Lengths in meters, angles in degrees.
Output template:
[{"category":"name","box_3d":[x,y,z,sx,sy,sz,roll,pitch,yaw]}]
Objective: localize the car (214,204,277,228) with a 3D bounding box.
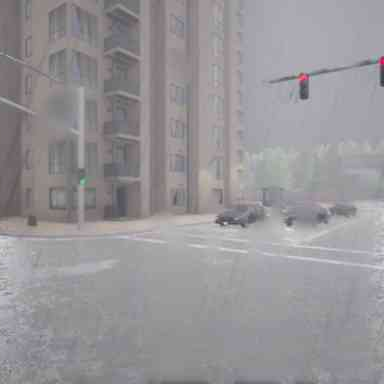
[{"category":"car","box_3d":[3.612,1.546,22.598,2.033,1.411,5.357,0,0,36]}]

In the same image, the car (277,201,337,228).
[{"category":"car","box_3d":[7.948,1.546,22.603,2.033,1.411,5.357,0,0,36]}]

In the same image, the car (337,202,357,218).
[{"category":"car","box_3d":[13.606,1.600,30.342,1.895,1.301,4.718,0,0,36]}]

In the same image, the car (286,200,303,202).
[{"category":"car","box_3d":[9.307,1.490,30.394,2.128,1.511,4.902,0,0,36]}]
